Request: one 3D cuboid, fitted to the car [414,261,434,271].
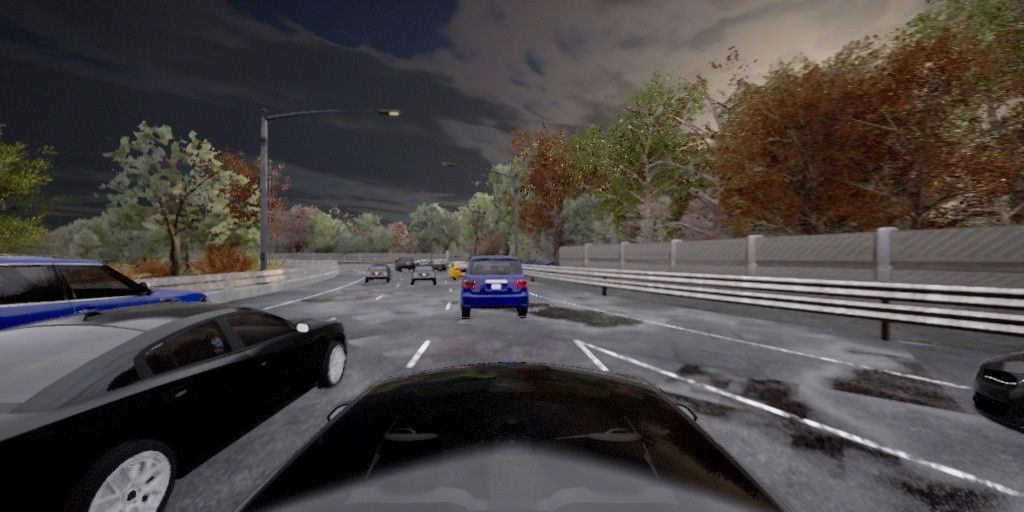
[{"bbox_3d":[-13.371,1.485,54.166,1.994,1.385,4.181,0,0,-28],"label":"car"}]

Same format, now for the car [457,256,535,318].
[{"bbox_3d":[-0.732,1.011,13.301,2.150,2.045,5.566,0,0,-6],"label":"car"}]

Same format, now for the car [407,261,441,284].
[{"bbox_3d":[-6.884,1.385,27.958,2.033,1.411,5.357,0,0,-14],"label":"car"}]

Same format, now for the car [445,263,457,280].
[{"bbox_3d":[-4.668,1.329,32.766,1.882,1.535,5.008,0,-1,-16],"label":"car"}]

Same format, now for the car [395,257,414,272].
[{"bbox_3d":[-14.782,1.128,49.569,2.150,2.045,5.566,0,0,-25],"label":"car"}]

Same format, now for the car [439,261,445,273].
[{"bbox_3d":[-9.906,1.375,46.935,1.882,1.535,5.008,0,0,-23],"label":"car"}]

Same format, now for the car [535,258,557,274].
[{"bbox_3d":[3.486,1.262,46.385,2.150,2.045,5.566,-2,11,-34],"label":"car"}]

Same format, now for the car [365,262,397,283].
[{"bbox_3d":[-10.881,1.391,29.464,2.033,1.411,5.357,0,0,-15],"label":"car"}]

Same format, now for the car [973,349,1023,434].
[{"bbox_3d":[6.849,1.259,2.237,1.837,1.490,4.892,0,0,-29],"label":"car"}]

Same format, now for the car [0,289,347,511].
[{"bbox_3d":[-3.577,1.238,3.880,1.882,1.535,5.008,0,0,-1],"label":"car"}]

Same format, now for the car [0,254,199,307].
[{"bbox_3d":[-7.072,0.988,5.003,2.150,2.045,5.566,0,0,-2],"label":"car"}]
